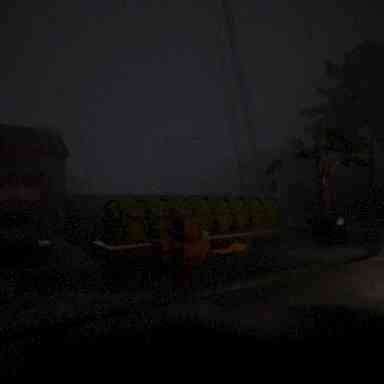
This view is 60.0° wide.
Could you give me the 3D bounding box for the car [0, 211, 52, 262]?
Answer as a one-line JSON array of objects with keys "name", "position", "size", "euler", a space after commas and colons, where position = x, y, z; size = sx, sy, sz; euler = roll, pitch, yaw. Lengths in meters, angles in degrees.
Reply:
[{"name": "car", "position": [-6.081, 1.356, 11.060], "size": [2.033, 1.415, 5.357], "euler": [0, 0, -33]}]
